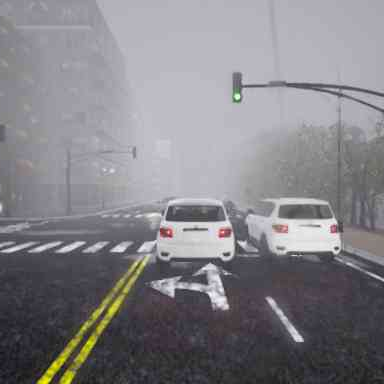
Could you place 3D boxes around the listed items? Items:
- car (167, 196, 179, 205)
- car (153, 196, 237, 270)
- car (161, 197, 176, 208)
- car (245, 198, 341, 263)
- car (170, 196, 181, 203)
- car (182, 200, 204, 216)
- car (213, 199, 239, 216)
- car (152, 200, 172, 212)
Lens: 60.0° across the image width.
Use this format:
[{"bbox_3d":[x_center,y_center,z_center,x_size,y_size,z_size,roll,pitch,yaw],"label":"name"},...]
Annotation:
[{"bbox_3d":[-3.264,1.471,57.675,1.837,1.490,4.892,0,0,0],"label":"car"},{"bbox_3d":[0.098,1.211,11.172,2.150,2.045,5.566,0,0,0],"label":"car"},{"bbox_3d":[-3.329,1.494,47.380,1.812,1.442,4.674,0,0,0],"label":"car"},{"bbox_3d":[3.346,1.211,12.114,2.150,2.045,5.566,0,0,0],"label":"car"},{"bbox_3d":[-3.266,1.512,68.000,2.033,1.411,5.357,0,0,0],"label":"car"},{"bbox_3d":[0.088,1.522,33.002,2.033,1.411,5.357,0,0,0],"label":"car"},{"bbox_3d":[3.340,1.522,33.440,2.033,1.411,5.357,0,0,0],"label":"car"},{"bbox_3d":[-3.349,1.573,38.461,1.895,1.301,4.718,0,0,0],"label":"car"}]
